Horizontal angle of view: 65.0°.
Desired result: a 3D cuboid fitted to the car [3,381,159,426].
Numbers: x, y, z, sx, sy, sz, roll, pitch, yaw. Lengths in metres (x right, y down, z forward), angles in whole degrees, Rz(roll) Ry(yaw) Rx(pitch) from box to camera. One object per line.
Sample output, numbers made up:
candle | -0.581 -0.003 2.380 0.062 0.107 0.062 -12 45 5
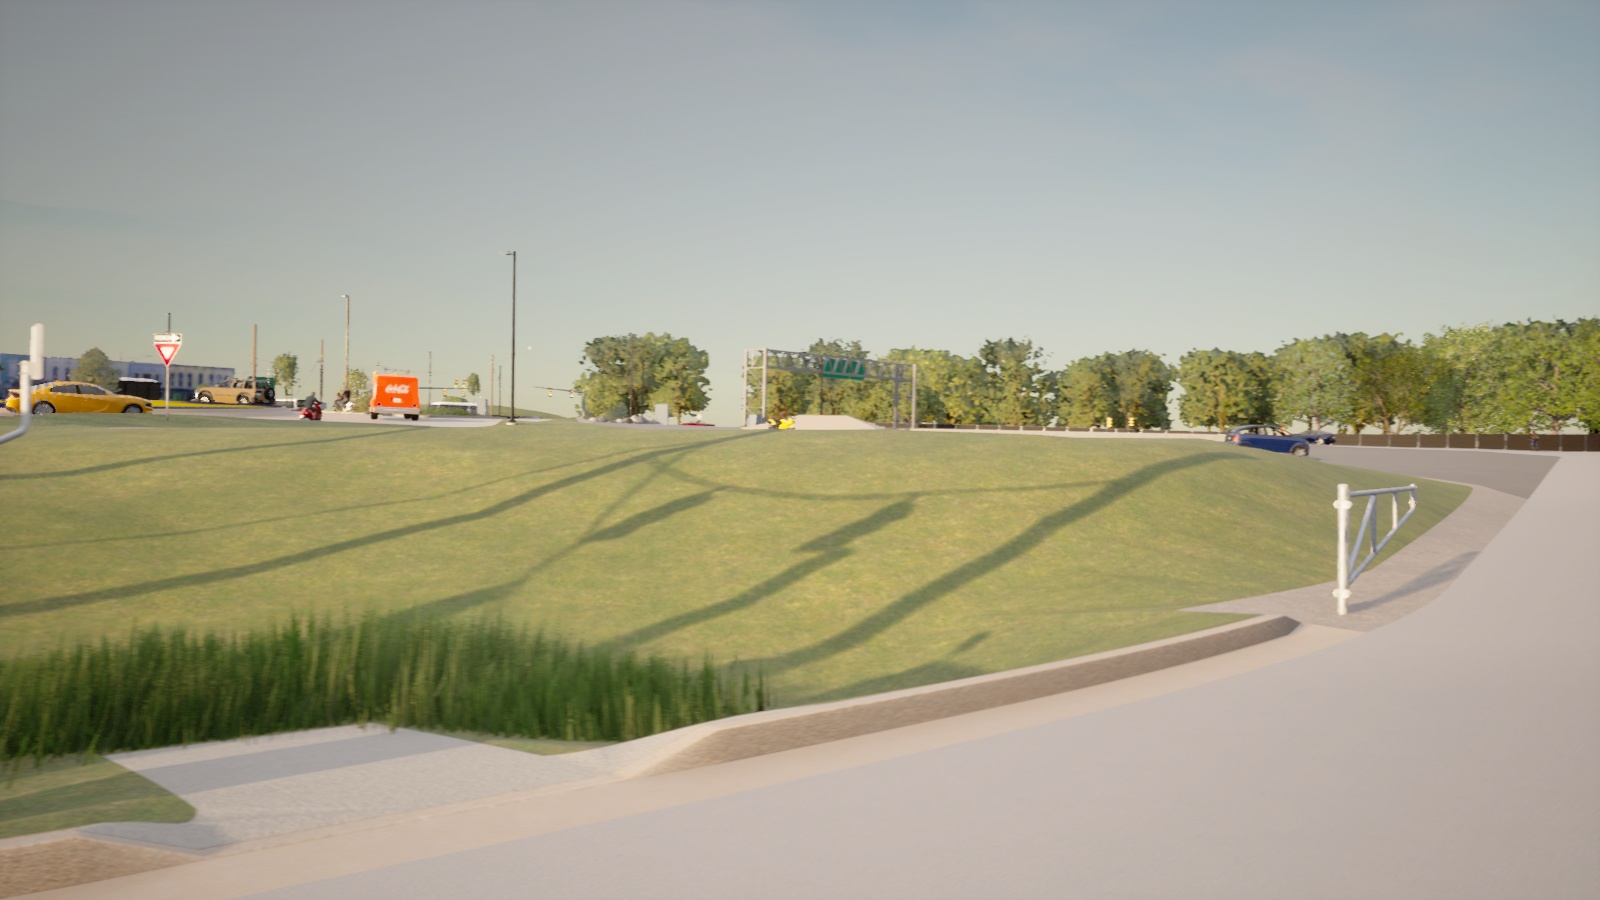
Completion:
car | -28.073 -1.807 49.127 5.008 1.535 1.882 0 4 -40

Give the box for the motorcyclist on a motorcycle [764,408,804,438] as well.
motorcyclist on a motorcycle | -0.870 -1.442 66.710 2.044 1.523 0.797 4 3 41

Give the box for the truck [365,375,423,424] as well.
truck | -22.531 -2.839 69.628 2.627 2.467 5.204 1 3 -22

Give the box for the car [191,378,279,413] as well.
car | -34.094 -3.288 75.800 4.605 1.855 1.932 3 1 16

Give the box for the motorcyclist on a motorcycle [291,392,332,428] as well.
motorcyclist on a motorcycle | -22.899 -1.859 58.877 0.866 1.590 1.817 6 2 10

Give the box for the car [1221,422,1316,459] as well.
car | 21.766 -0.468 58.402 3.705 1.549 1.789 2 3 1
